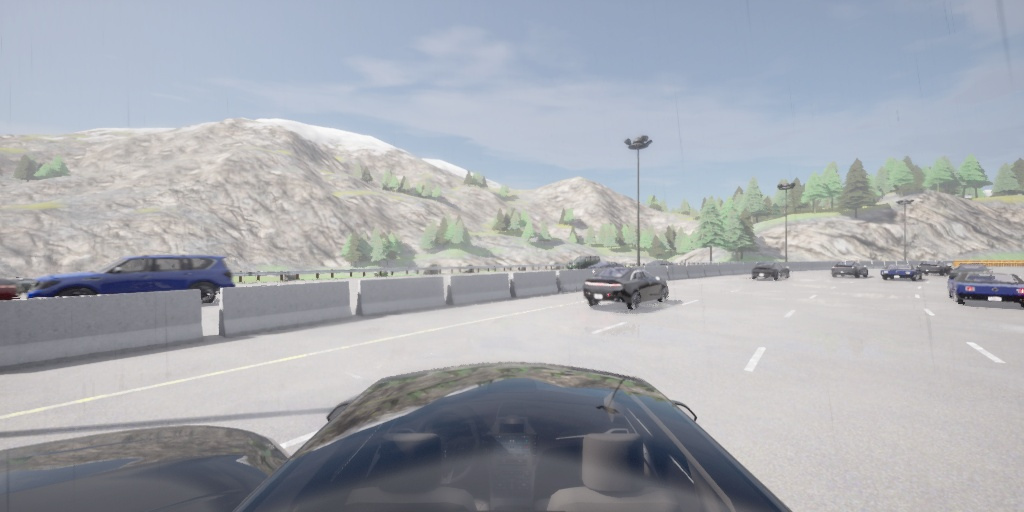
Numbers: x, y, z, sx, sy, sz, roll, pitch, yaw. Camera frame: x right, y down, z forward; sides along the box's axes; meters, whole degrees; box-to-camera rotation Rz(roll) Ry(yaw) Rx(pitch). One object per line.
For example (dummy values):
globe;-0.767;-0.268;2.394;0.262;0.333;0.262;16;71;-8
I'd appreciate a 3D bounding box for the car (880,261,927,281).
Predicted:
car;32.309;1.348;29.677;4.718;1.301;1.895;0;0;-35

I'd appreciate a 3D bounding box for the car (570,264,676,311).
car;4.747;1.238;14.626;2.128;1.511;4.902;0;0;43

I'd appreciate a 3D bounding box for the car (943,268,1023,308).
car;20.173;1.349;15.275;4.718;1.301;1.895;0;0;-43

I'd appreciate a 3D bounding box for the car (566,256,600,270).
car;9.698;0.962;47.918;5.566;2.045;2.150;0;0;-38

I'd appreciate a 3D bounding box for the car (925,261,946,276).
car;43.314;1.238;36.808;4.902;1.511;2.128;0;0;-31

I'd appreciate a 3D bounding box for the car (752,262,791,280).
car;22.375;1.253;30.916;4.892;1.490;1.837;-1;0;-39

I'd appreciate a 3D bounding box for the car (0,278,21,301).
car;-20.413;1.349;11.894;1.895;1.301;4.718;0;0;37

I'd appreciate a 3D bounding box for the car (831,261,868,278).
car;31.376;1.238;33.286;4.902;1.511;2.128;0;0;-35

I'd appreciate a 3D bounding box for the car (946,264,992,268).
car;35.201;1.310;27.410;4.181;1.385;1.994;0;0;-35

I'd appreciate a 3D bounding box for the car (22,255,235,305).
car;-14.363;0.970;14.064;2.150;2.045;5.566;0;0;38

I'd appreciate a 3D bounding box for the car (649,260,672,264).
car;16.221;1.238;39.689;5.008;1.535;1.882;0;0;-38

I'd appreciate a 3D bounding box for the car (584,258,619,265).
car;11.911;1.300;45.205;5.357;1.411;2.033;0;0;-38

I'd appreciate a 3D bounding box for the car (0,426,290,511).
car;-2.981;1.255;0.477;4.892;1.490;1.837;0;0;-45
